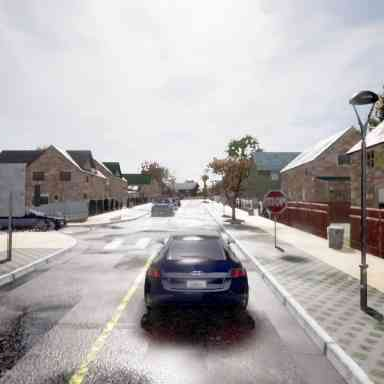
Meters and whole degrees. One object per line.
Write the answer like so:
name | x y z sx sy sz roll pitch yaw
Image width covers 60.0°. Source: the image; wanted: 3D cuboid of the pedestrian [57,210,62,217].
pedestrian | -9.918 1.856 24.844 0.500 1.100 0.500 0 -2 5

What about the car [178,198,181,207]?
car | -2.856 1.624 43.611 1.837 1.490 4.892 0 0 0

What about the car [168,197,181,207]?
car | -2.852 1.661 55.878 1.882 1.535 5.008 0 0 0

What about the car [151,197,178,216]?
car | -2.858 1.432 33.507 2.097 1.767 4.553 0 0 0

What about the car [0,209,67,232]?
car | -9.548 1.652 19.346 4.181 1.385 1.994 -1 -2 1

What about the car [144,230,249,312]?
car | 0.093 1.574 7.798 1.994 1.385 4.181 0 0 0
